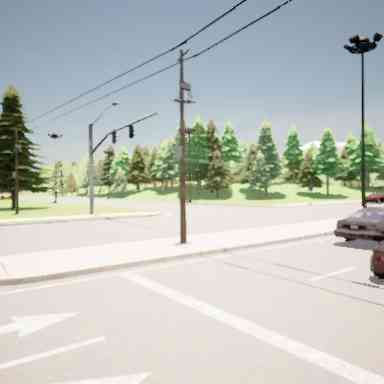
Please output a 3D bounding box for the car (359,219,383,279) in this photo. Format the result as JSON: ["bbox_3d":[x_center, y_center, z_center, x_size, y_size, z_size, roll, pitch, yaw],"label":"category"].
[{"bbox_3d":[6.340,1.434,8.372,4.181,1.385,1.994,-1,1,-35],"label":"car"}]

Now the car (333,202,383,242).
[{"bbox_3d":[8.158,1.354,14.141,5.357,1.411,2.033,-1,1,-37],"label":"car"}]

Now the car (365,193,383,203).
[{"bbox_3d":[26.246,0.843,46.900,5.008,1.535,1.882,-1,1,-35],"label":"car"}]
